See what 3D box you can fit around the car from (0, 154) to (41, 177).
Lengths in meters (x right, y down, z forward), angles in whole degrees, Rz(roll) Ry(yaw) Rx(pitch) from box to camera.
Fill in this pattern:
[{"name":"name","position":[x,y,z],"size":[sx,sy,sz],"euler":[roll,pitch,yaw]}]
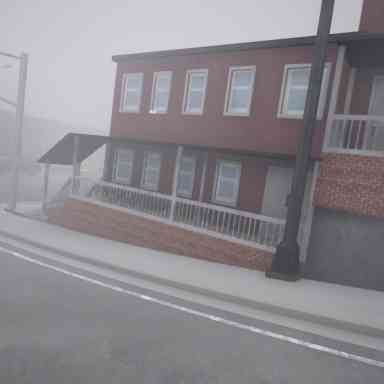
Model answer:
[{"name":"car","position":[-18.026,-2.754,33.391],"size":[2.150,2.045,5.566],"euler":[11,7,36]}]

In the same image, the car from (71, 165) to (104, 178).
[{"name":"car","position":[-12.088,-2.495,41.707],"size":[1.882,1.535,5.008],"euler":[11,7,35]}]

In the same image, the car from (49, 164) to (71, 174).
[{"name":"car","position":[-15.859,-3.032,42.391],"size":[1.837,1.490,4.892],"euler":[11,7,35]}]
